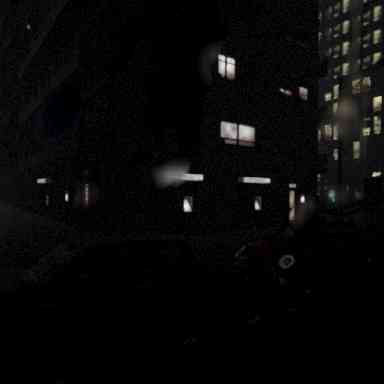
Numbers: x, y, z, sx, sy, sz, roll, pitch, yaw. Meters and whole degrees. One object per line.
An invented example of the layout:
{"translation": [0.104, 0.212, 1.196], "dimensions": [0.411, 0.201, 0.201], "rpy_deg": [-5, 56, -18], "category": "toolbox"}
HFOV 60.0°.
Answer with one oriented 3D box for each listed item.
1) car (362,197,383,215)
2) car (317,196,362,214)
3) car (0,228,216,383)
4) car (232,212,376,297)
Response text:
{"translation": [18.573, 1.359, 34.576], "dimensions": [2.192, 1.841, 5.009], "rpy_deg": [2, 0, -36], "category": "car"}
{"translation": [11.833, 1.260, 29.597], "dimensions": [2.192, 1.841, 5.009], "rpy_deg": [2, 0, -36], "category": "car"}
{"translation": [-1.657, 1.456, 5.377], "dimensions": [4.097, 1.590, 1.967], "rpy_deg": [1, 0, -36], "category": "car"}
{"translation": [2.967, 1.509, 8.679], "dimensions": [4.097, 1.590, 1.967], "rpy_deg": [1, 0, -36], "category": "car"}
